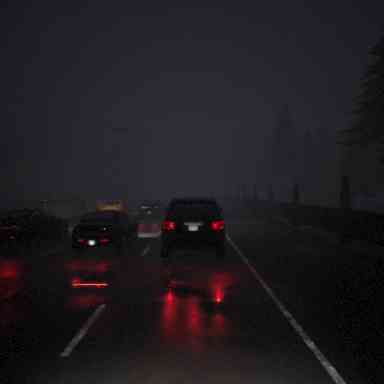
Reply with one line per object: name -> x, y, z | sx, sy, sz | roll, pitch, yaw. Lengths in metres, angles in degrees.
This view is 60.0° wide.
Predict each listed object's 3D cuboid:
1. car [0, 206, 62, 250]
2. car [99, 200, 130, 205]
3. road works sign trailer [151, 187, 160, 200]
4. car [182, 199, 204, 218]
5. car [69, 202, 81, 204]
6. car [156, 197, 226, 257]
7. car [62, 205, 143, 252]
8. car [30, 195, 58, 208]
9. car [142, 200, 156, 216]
car -> -6.936, 1.473, 14.192 | 2.128, 1.511, 4.902 | 0, 0, 0
car -> -6.932, 1.437, 30.742 | 1.882, 1.535, 5.008 | 0, 0, 0
road works sign trailer -> -10.605, 0.342, 93.616 | 2.380, 3.560, 2.880 | 0, 0, -28
car -> 0.068, 1.437, 30.744 | 1.882, 1.535, 5.008 | 0, 0, 0
car -> -17.767, 1.412, 50.085 | 1.882, 1.535, 5.008 | 0, 0, -2
car -> 0.059, 1.206, 13.031 | 2.150, 2.045, 5.566 | 0, 0, 0
car -> -3.437, 1.486, 13.867 | 1.837, 1.490, 4.892 | 0, 0, 0
car -> -21.236, 1.289, 48.053 | 2.097, 1.767, 4.553 | 0, 0, -2
car -> -3.439, 1.454, 29.216 | 2.128, 1.511, 4.902 | 0, 0, 0
